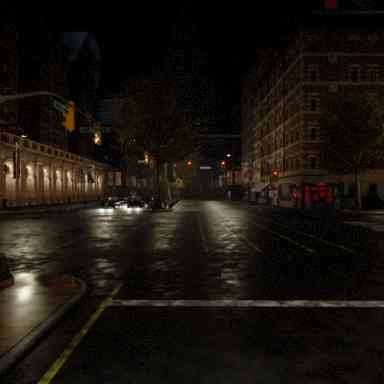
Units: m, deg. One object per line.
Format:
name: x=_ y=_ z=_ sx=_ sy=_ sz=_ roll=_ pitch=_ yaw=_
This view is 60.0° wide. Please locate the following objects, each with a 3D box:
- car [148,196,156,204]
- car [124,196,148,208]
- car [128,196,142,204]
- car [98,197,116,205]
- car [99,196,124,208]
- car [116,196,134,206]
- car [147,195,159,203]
car: x=-7.964 y=1.505 z=57.805 sx=1.837 sy=1.490 sz=4.892 roll=0 pitch=0 yaw=0
car: x=-7.990 y=1.564 z=47.620 sx=1.994 sy=1.385 sz=4.181 roll=0 pitch=0 yaw=1
car: x=-11.458 y=1.491 z=67.318 sx=2.128 sy=1.511 sz=4.902 roll=0 pitch=0 yaw=0
car: x=-14.714 y=1.595 z=57.804 sx=1.895 sy=1.301 sz=4.718 roll=0 pitch=0 yaw=0
car: x=-11.491 y=1.491 z=47.250 sx=2.128 sy=1.511 sz=4.902 roll=0 pitch=0 yaw=0
car: x=-11.465 y=1.491 z=57.242 sx=2.128 sy=1.511 sz=4.902 roll=0 pitch=0 yaw=0
car: x=-7.958 y=1.477 z=68.146 sx=1.882 sy=1.535 sz=5.008 roll=0 pitch=0 yaw=0
